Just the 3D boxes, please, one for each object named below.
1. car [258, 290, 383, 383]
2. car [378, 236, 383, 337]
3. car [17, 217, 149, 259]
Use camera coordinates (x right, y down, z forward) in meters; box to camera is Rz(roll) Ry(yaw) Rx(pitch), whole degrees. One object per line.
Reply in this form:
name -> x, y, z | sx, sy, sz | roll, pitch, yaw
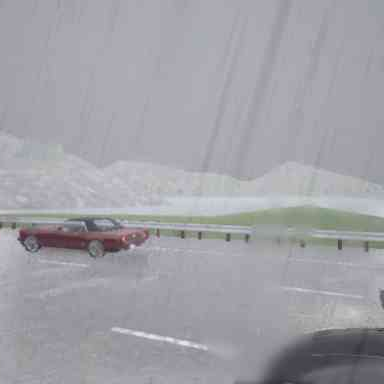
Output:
car -> 2.744, 1.492, 1.704 | 4.902, 1.511, 2.128 | 0, 0, 25
car -> 5.538, 1.547, 4.304 | 5.357, 1.411, 2.033 | 0, 0, 25
car -> -4.097, 1.586, 12.339 | 4.718, 1.301, 1.895 | 0, 0, 22
